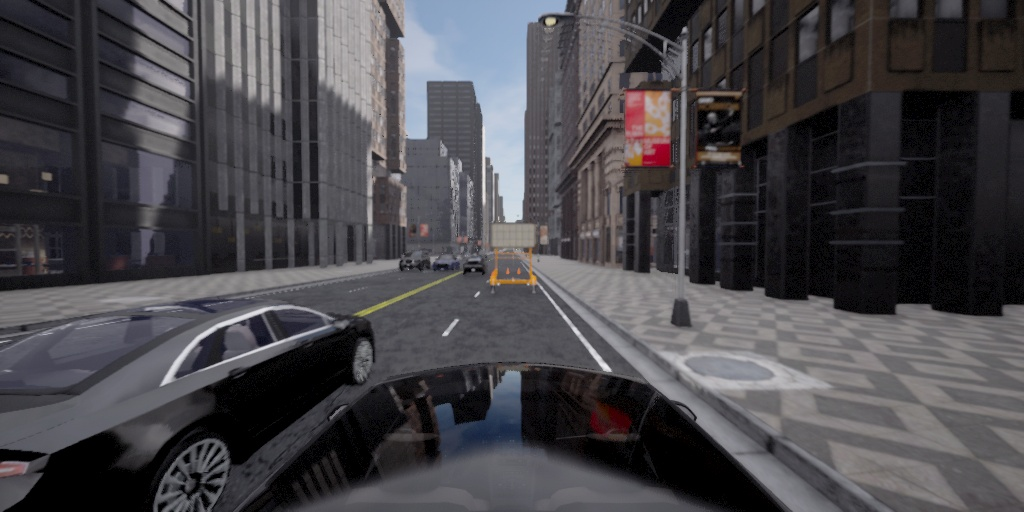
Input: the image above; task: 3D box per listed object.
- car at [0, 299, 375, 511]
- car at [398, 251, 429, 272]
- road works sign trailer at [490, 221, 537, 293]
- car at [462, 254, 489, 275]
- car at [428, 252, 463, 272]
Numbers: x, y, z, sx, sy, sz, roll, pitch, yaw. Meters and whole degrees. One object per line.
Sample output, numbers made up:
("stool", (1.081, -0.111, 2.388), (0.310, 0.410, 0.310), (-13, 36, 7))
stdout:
("car", (-3.149, 1.215, 3.934), (2.128, 1.511, 4.902), (0, 1, 0))
("car", (-9.833, 0.475, 36.797), (2.150, 2.045, 5.566), (0, 1, 0))
("road works sign trailer", (0.069, -0.013, 18.868), (2.380, 3.560, 2.880), (0, 0, 0))
("car", (-3.145, 0.840, 31.615), (1.837, 1.490, 4.892), (0, 1, 0))
("car", (-6.583, 0.617, 36.047), (2.097, 1.767, 4.553), (0, 1, 0))
